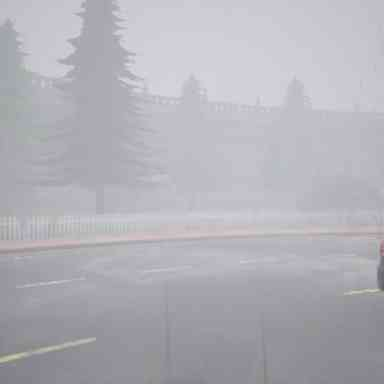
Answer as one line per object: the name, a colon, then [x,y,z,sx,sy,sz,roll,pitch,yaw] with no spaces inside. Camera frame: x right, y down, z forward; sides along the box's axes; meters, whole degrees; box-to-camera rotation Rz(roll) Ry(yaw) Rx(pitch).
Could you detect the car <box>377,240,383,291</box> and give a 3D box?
car: [6.100,1.207,5.964,5.566,2.045,2.150,0,0,-16]
